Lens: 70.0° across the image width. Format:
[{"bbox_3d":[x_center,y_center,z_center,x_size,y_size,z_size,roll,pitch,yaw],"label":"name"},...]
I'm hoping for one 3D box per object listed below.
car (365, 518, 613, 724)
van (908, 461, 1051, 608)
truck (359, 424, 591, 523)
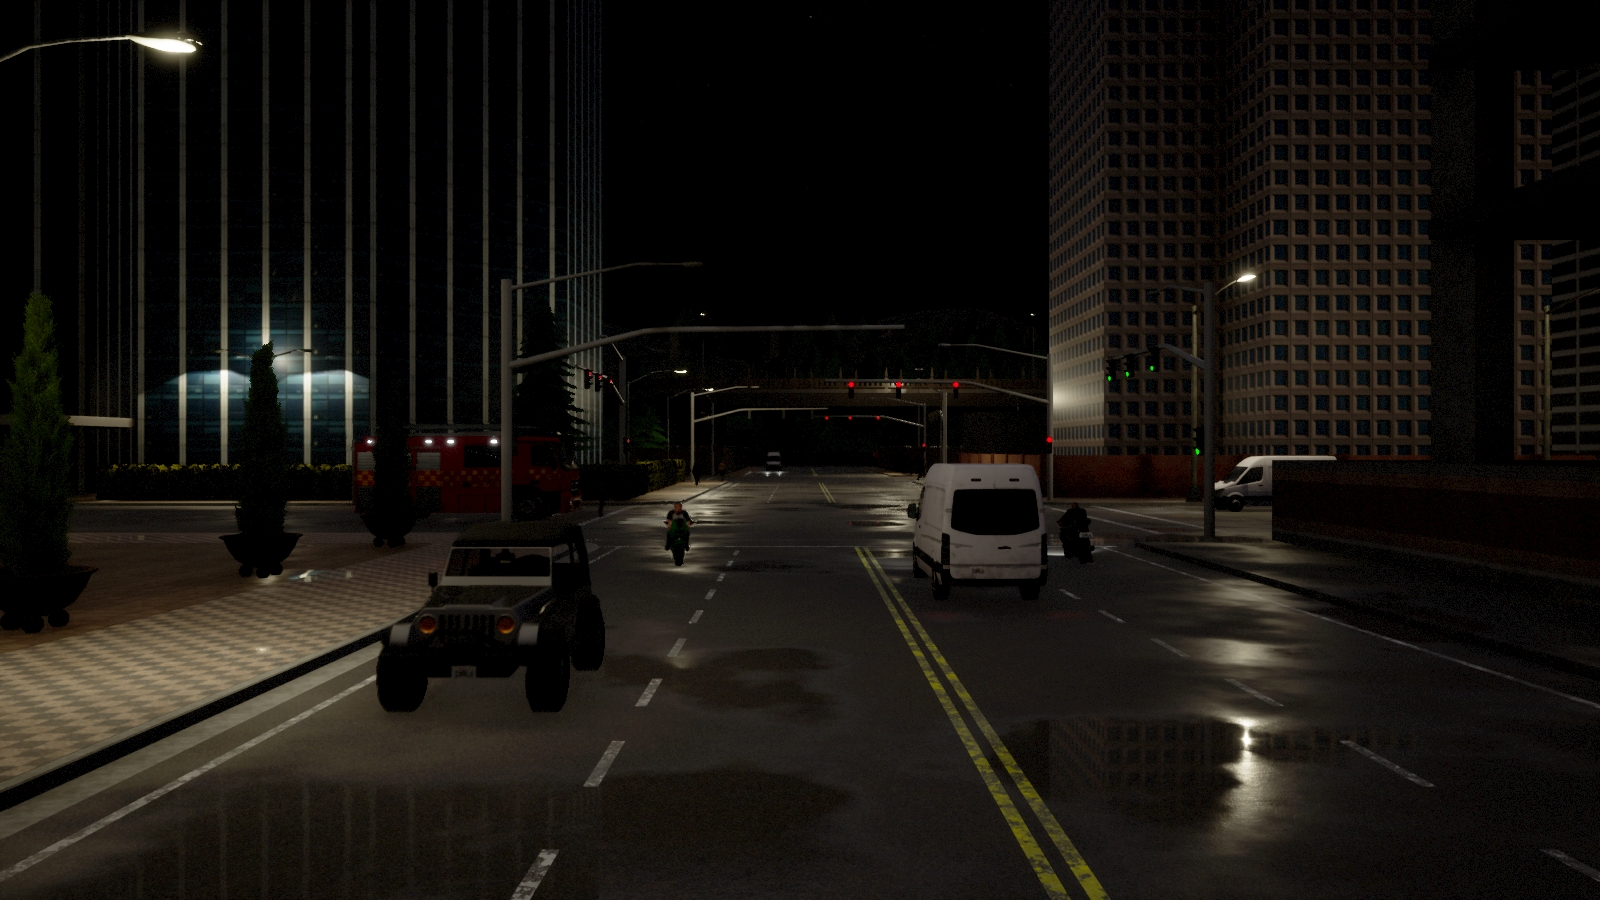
[{"bbox_3d":[-3.497,1.863,13.607,1.905,1.878,3.866,0,0,0],"label":"car"},{"bbox_3d":[3.501,1.543,23.400,1.988,2.561,5.915,0,0,0],"label":"van"},{"bbox_3d":[-12.902,0.908,45.863,8.468,3.827,2.891,0,0,0],"label":"truck"}]
